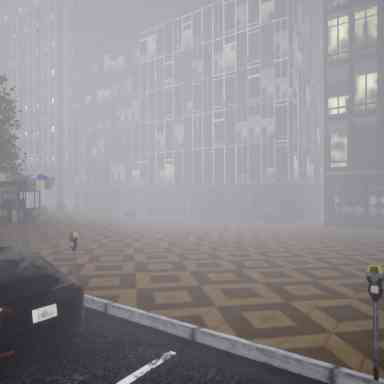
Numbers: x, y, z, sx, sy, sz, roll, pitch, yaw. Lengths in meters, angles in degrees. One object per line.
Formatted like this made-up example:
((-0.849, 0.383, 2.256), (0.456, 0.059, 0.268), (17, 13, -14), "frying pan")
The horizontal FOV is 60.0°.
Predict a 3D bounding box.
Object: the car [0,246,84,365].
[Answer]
((-3.549, 1.566, 5.405), (4.313, 1.339, 1.947), (0, 0, 35), "car")
